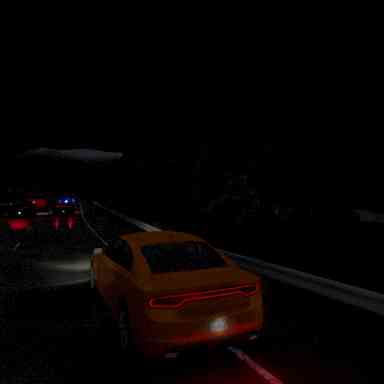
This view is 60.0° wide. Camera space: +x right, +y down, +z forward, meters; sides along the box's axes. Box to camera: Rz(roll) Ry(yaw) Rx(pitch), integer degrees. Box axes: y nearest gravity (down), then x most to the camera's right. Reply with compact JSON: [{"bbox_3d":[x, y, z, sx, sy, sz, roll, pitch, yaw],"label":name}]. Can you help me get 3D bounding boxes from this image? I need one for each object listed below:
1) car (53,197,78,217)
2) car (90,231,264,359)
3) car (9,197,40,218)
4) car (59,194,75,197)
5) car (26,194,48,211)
[{"bbox_3d":[-12.074,1.492,31.505,2.128,1.511,4.902,0,0,-19],"label":"car"},{"bbox_3d":[-0.709,1.478,6.309,1.882,1.535,5.008,0,0,-25],"label":"car"},{"bbox_3d":[-15.245,1.505,30.105,1.837,1.490,4.892,0,0,-20],"label":"car"},{"bbox_3d":[-15.531,1.221,41.393,2.150,2.045,5.566,0,0,-19],"label":"car"},{"bbox_3d":[-18.692,1.221,39.988,2.150,2.045,5.566,0,0,-19],"label":"car"}]
